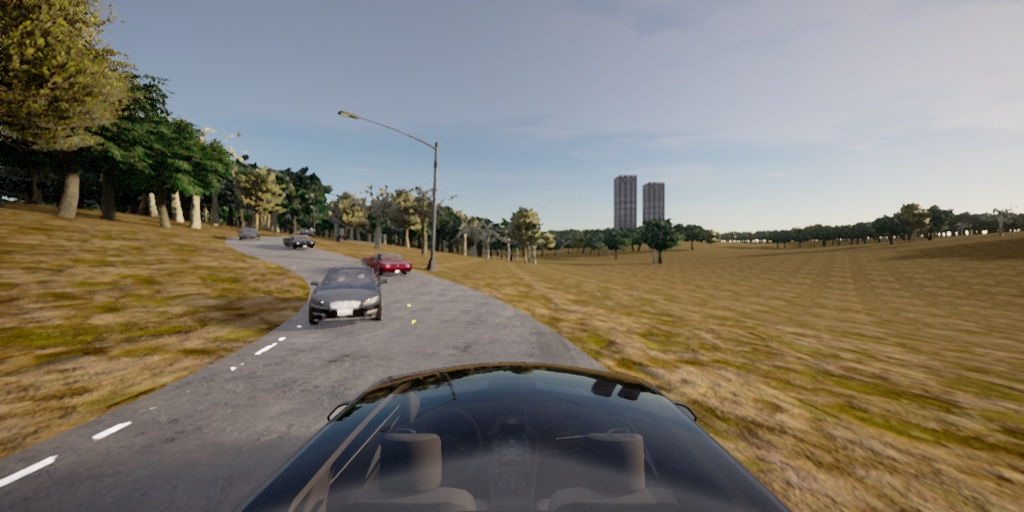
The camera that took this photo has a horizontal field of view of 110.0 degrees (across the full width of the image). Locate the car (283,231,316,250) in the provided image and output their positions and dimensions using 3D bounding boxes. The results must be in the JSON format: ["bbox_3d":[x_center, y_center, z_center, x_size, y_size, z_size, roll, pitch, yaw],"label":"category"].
[{"bbox_3d":[-21.462,-1.450,36.026,1.895,1.301,4.718,-7,11,-44],"label":"car"}]

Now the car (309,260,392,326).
[{"bbox_3d":[-5.142,1.091,11.482,2.128,1.511,4.902,0,2,-21],"label":"car"}]

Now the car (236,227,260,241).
[{"bbox_3d":[-30.813,-2.556,41.927,1.837,1.490,4.892,-1,6,-37],"label":"car"}]

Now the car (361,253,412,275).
[{"bbox_3d":[-8.350,0.456,23.543,1.895,1.301,4.718,0,5,-39],"label":"car"}]
